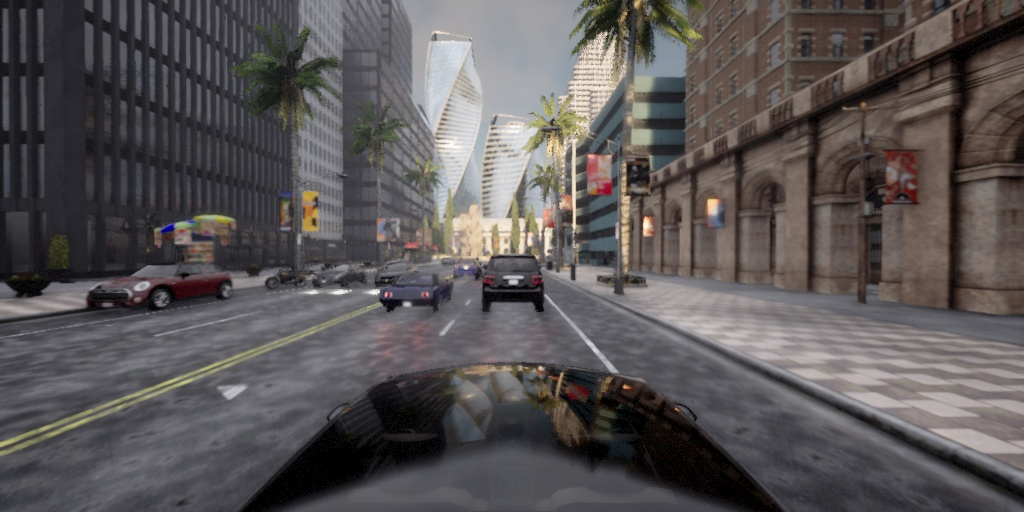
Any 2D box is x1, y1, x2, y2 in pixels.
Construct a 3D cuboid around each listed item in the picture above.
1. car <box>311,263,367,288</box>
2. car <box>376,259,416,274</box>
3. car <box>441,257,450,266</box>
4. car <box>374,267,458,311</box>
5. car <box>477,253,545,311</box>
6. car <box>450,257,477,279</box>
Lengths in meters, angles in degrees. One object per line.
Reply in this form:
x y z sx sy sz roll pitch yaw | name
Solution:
-10.793 1.177 22.829 1.812 1.442 4.674 0 0 -1 | car
-7.298 1.155 23.170 1.837 1.490 4.892 0 0 -1 | car
-11.303 0.972 63.351 1.837 1.490 4.892 0 0 0 | car
-3.481 1.294 14.038 1.895 1.301 4.718 0 0 -1 | car
0.017 0.915 14.166 2.150 2.045 5.566 0 0 -1 | car
-3.710 0.969 30.837 2.097 1.767 4.553 0 0 -1 | car
